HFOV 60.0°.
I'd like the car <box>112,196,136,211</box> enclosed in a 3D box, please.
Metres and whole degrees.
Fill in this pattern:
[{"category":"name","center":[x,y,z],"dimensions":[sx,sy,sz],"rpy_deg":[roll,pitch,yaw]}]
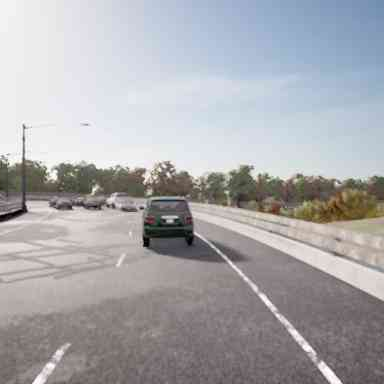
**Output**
[{"category":"car","center":[-8.497,1.672,42.214],"dimensions":[1.895,1.301,4.718],"rpy_deg":[-1,2,-22]}]

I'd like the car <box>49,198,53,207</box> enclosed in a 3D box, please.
[{"category":"car","center":[-21.419,1.628,52.807],"dimensions":[1.837,1.490,4.892],"rpy_deg":[0,0,-32]}]

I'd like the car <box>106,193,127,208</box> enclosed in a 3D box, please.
[{"category":"car","center":[-10.559,1.250,47.047],"dimensions":[2.150,2.045,5.566],"rpy_deg":[0,-3,-27]}]

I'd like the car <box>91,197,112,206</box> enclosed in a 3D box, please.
[{"category":"car","center":[-15.337,1.582,56.271],"dimensions":[2.128,1.511,4.902],"rpy_deg":[0,0,-32]}]

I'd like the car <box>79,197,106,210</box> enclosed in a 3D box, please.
[{"category":"car","center":[-13.613,1.571,45.325],"dimensions":[2.128,1.511,4.902],"rpy_deg":[0,0,-27]}]

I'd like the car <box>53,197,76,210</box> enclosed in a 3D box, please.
[{"category":"car","center":[-17.256,1.625,44.822],"dimensions":[1.812,1.442,4.674],"rpy_deg":[0,0,-27]}]

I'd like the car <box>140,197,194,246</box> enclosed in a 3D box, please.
[{"category":"car","center":[-1.264,1.231,15.665],"dimensions":[2.150,2.045,5.566],"rpy_deg":[0,0,-9]}]

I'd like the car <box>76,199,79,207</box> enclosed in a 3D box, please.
[{"category":"car","center":[-18.393,1.708,54.564],"dimensions":[1.895,1.301,4.718],"rpy_deg":[0,0,-32]}]
